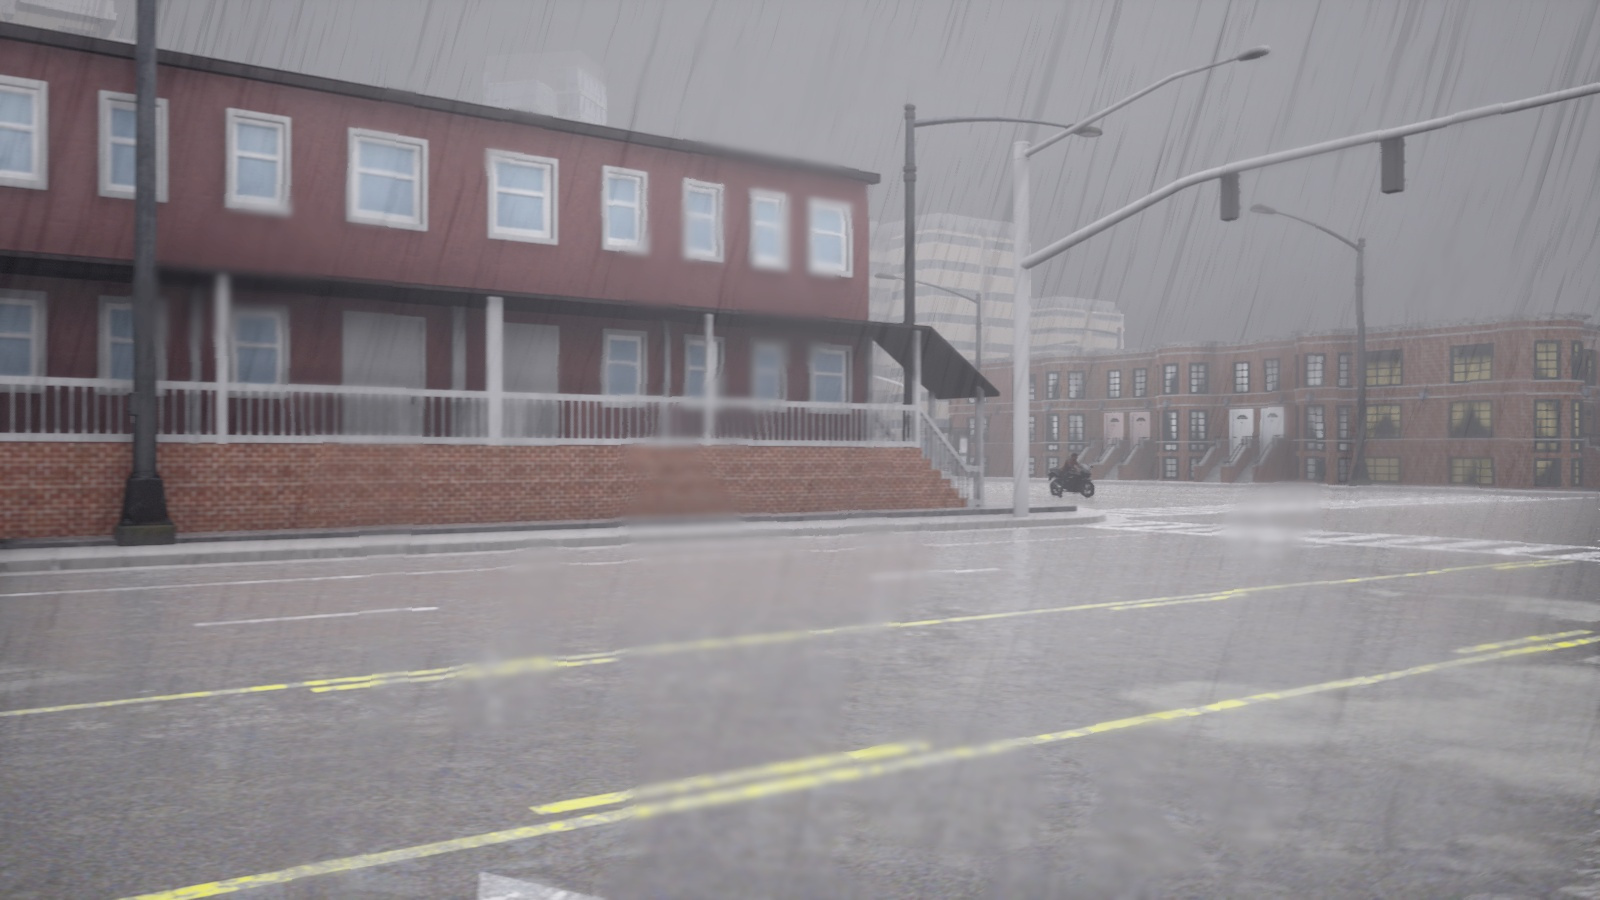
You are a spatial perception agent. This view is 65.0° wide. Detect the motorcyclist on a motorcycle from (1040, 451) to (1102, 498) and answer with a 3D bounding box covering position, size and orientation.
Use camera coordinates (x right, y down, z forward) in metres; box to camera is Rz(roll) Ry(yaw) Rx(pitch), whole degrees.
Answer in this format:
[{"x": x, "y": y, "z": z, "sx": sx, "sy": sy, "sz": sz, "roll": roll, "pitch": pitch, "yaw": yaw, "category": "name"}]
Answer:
[{"x": 9.129, "y": 0.812, "z": 42.369, "sx": 0.797, "sy": 1.523, "sz": 2.044, "roll": 0, "pitch": 0, "yaw": -35, "category": "motorcyclist on a motorcycle"}]
